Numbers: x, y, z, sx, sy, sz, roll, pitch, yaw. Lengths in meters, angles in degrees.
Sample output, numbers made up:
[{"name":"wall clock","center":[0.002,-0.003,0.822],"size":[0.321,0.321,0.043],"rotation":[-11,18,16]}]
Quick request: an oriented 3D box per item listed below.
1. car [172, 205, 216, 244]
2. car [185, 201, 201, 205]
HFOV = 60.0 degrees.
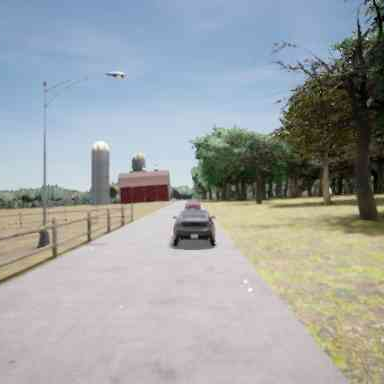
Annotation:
[{"name":"car","center":[0.100,1.584,16.123],"size":[1.837,1.490,4.892],"rotation":[0,0,0]},{"name":"car","center":[0.099,1.725,38.756],"size":[1.812,1.442,4.674],"rotation":[0,0,0]}]
